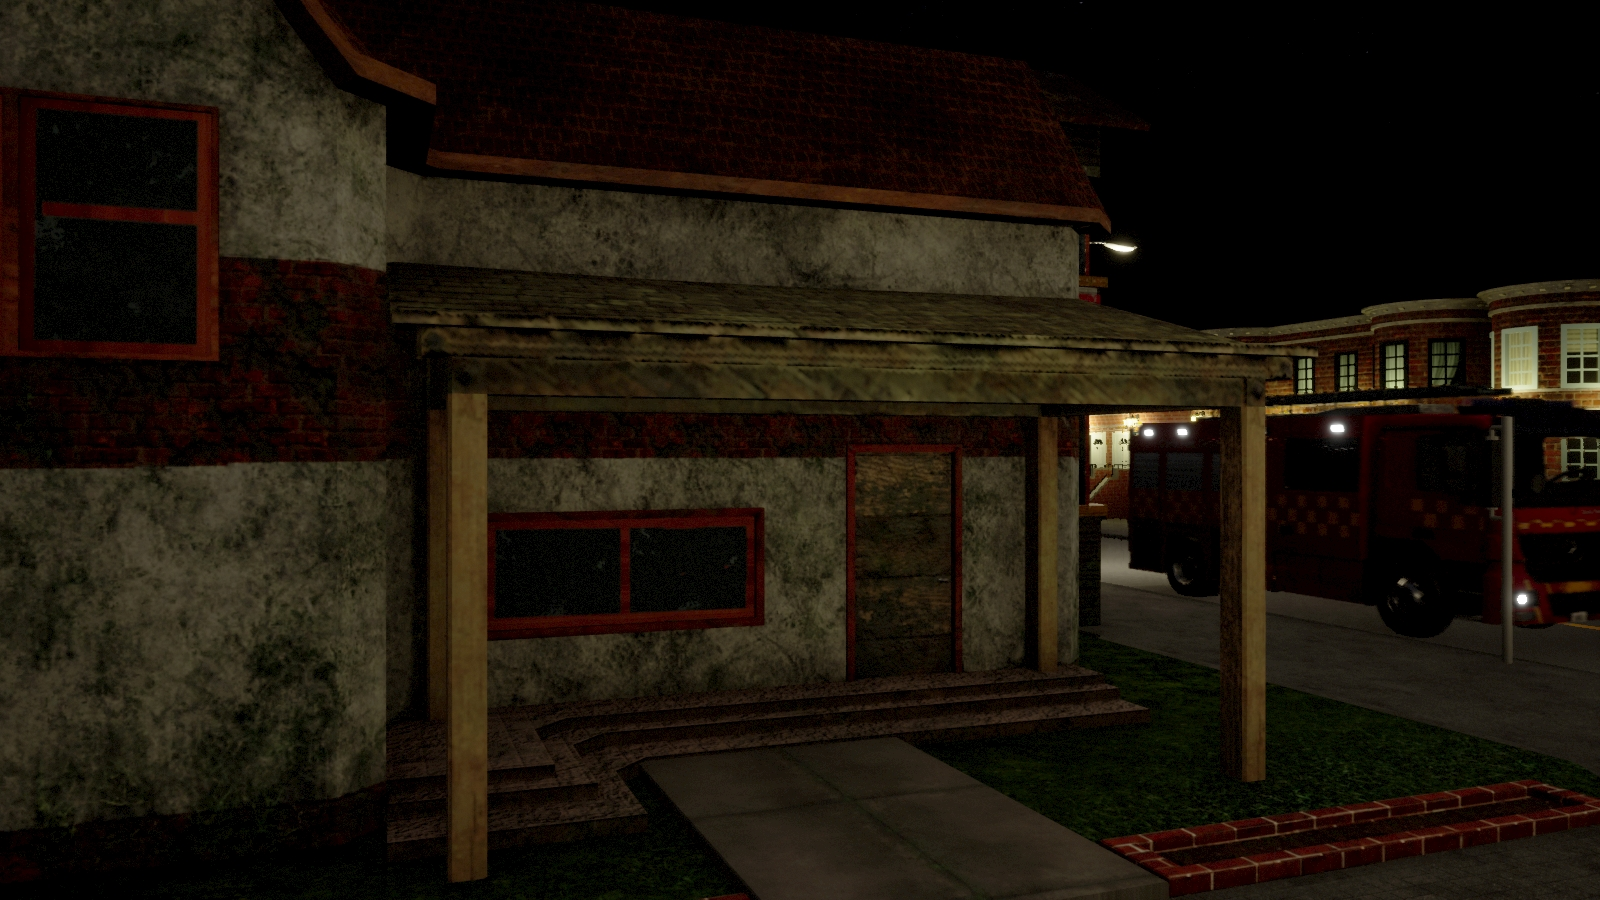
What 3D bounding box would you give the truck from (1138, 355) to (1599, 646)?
[{"bbox_3d":[9.639,0.671,19.516,2.891,3.827,8.468,0,0,-20],"label":"truck"}]
